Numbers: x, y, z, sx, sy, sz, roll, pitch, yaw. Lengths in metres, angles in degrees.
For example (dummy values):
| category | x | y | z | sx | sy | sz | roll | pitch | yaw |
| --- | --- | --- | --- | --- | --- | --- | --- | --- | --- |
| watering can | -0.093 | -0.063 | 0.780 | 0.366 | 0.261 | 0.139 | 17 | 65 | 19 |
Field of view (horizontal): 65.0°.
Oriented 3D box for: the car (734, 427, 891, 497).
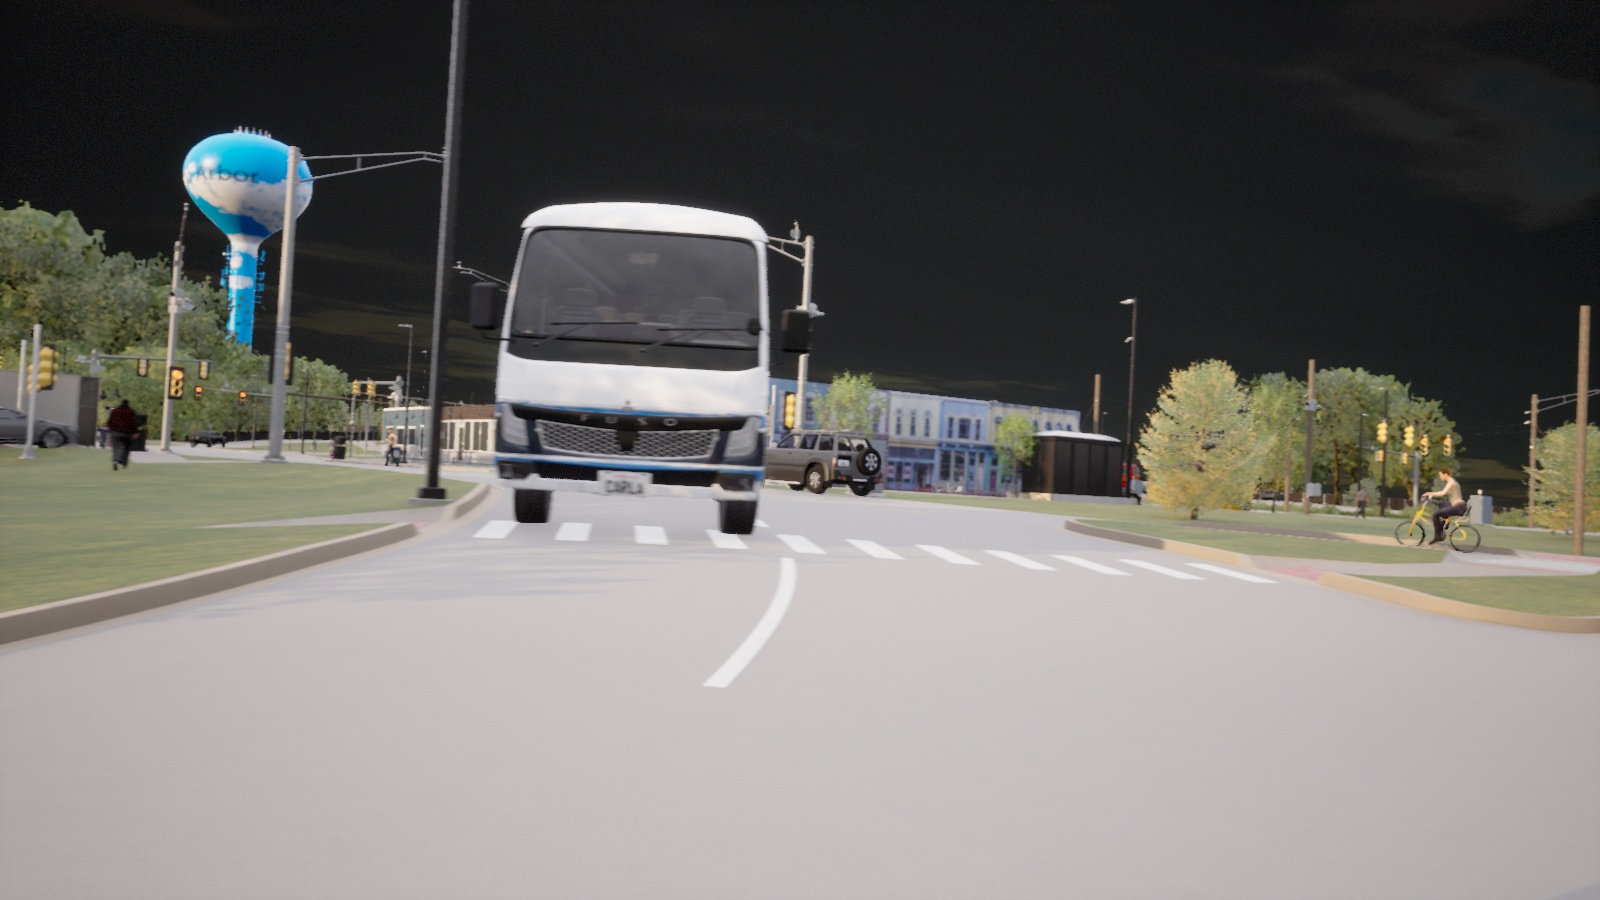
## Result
| category | x | y | z | sx | sy | sz | roll | pitch | yaw |
| --- | --- | --- | --- | --- | --- | --- | --- | --- | --- |
| car | 0.296 | 0.312 | 36.131 | 1.932 | 1.855 | 4.605 | 3 | -1 | -40 |

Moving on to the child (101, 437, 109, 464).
| category | x | y | z | sx | sy | sz | roll | pitch | yaw |
| --- | --- | --- | --- | --- | --- | --- | --- | --- | --- |
| child | -32.885 | 0.017 | 59.402 | 0.270 | 1.263 | 0.437 | 3 | -2 | -30 |

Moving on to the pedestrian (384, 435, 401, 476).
| category | x | y | z | sx | sy | sz | roll | pitch | yaw |
| --- | --- | --- | --- | --- | --- | --- | --- | --- | --- |
| pedestrian | -18.531 | 0.258 | 57.074 | 0.594 | 1.836 | 0.345 | 3 | -2 | -30 |

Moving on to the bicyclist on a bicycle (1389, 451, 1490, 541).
| category | x | y | z | sx | sy | sz | roll | pitch | yaw |
| --- | --- | --- | --- | --- | --- | --- | --- | --- | --- |
| bicyclist on a bicycle | 12.216 | 0.866 | 23.994 | 1.509 | 1.612 | 0.866 | 2 | 0 | 39 |

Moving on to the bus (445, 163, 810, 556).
| category | x | y | z | sx | sy | sz | roll | pitch | yaw |
| --- | --- | --- | --- | --- | --- | --- | --- | --- | --- |
| bus | -2.079 | -1.153 | 19.196 | 3.944 | 4.253 | 10.273 | 2 | 2 | -2 |

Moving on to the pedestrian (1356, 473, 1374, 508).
| category | x | y | z | sx | sy | sz | roll | pitch | yaw |
| --- | --- | --- | --- | --- | --- | --- | --- | --- | --- |
| pedestrian | 30.219 | 2.154 | 67.195 | 0.694 | 1.848 | 0.540 | 3 | -2 | -30 |

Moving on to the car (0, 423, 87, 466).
| category | x | y | z | sx | sy | sz | roll | pitch | yaw |
| --- | --- | --- | --- | --- | --- | --- | --- | --- | --- |
| car | -25.833 | -0.156 | 41.098 | 4.181 | 1.385 | 1.994 | 0 | -1 | -35 |

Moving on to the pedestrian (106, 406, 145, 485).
| category | x | y | z | sx | sy | sz | roll | pitch | yaw |
| --- | --- | --- | --- | --- | --- | --- | --- | --- | --- |
| pedestrian | -16.266 | -0.092 | 30.299 | 0.634 | 1.844 | 0.899 | 2 | -2 | -21 |
